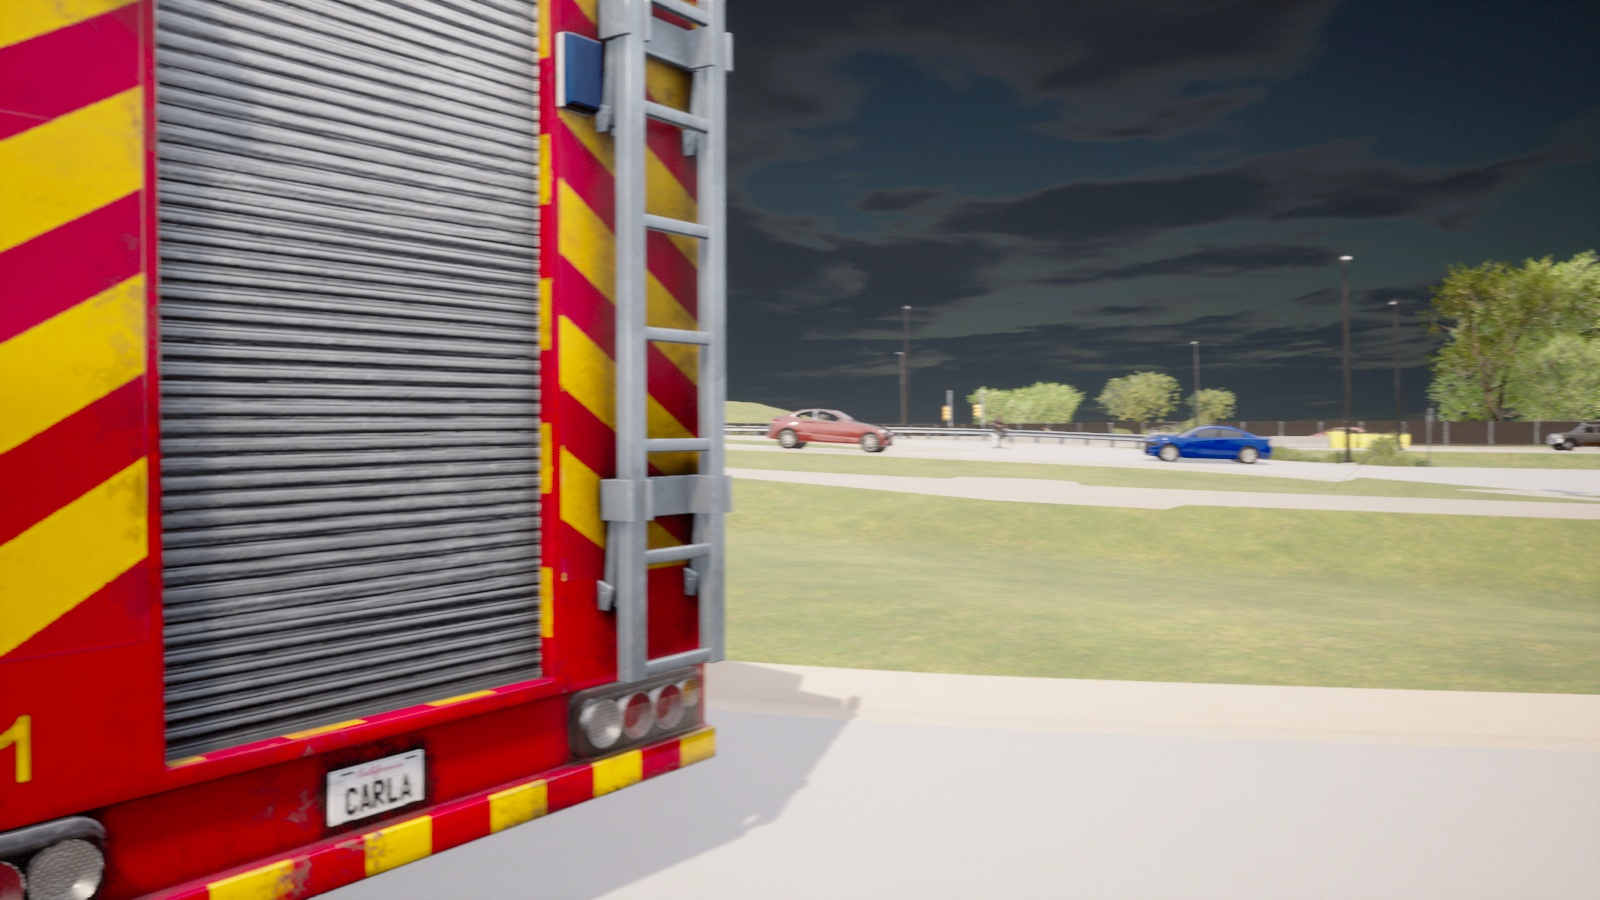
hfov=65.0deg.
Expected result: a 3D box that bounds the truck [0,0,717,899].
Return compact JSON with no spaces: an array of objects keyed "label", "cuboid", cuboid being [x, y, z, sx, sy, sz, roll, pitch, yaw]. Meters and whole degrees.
[{"label":"truck","cuboid":[-4.652,-0.338,5.870,8.468,3.827,2.891,0,1,35]}]

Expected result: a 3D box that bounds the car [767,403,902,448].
[{"label":"car","cuboid":[1.401,-0.977,49.957,5.027,1.651,2.152,1,1,13]}]

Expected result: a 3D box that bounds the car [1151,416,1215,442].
[{"label":"car","cuboid":[24.144,-1.297,79.205,3.705,1.549,1.789,-1,0,12]}]

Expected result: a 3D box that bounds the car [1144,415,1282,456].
[{"label":"car","cuboid":[16.604,-0.618,50.706,5.008,1.535,1.882,1,3,7]}]

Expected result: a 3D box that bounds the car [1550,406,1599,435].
[{"label":"car","cuboid":[52.991,-1.980,83.877,4.605,1.855,1.932,-1,0,12]}]
